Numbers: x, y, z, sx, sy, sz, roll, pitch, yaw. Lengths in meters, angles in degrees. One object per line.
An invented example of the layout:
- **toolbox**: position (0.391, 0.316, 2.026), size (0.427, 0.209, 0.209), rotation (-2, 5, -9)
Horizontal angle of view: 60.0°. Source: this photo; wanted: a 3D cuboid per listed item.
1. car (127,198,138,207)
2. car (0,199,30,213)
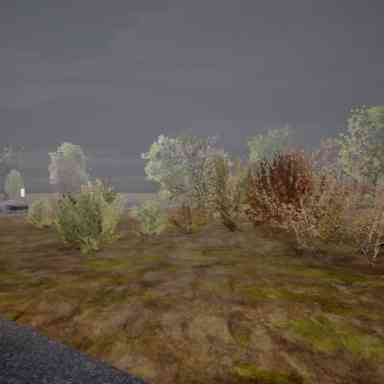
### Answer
- **car**: position (-9.889, 1.587, 49.448), size (1.994, 1.385, 4.181), rotation (0, 0, 38)
- **car**: position (-19.484, 1.505, 36.823), size (2.128, 1.511, 4.902), rotation (0, 0, 36)
